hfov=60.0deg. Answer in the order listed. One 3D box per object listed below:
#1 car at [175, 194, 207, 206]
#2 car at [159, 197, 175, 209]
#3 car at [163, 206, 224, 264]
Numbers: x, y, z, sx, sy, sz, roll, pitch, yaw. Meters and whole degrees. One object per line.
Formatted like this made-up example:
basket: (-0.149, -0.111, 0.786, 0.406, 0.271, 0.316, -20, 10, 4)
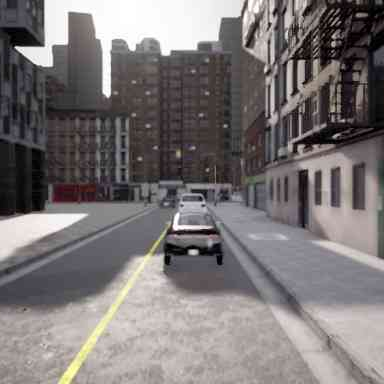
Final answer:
car: (0.055, 1.132, 26.949, 2.150, 2.045, 5.566, 0, 0, 0)
car: (-3.084, 1.335, 42.359, 2.128, 1.511, 4.902, 0, 0, 0)
car: (0.058, 1.456, 11.678, 2.128, 1.511, 4.902, 0, 0, 0)
